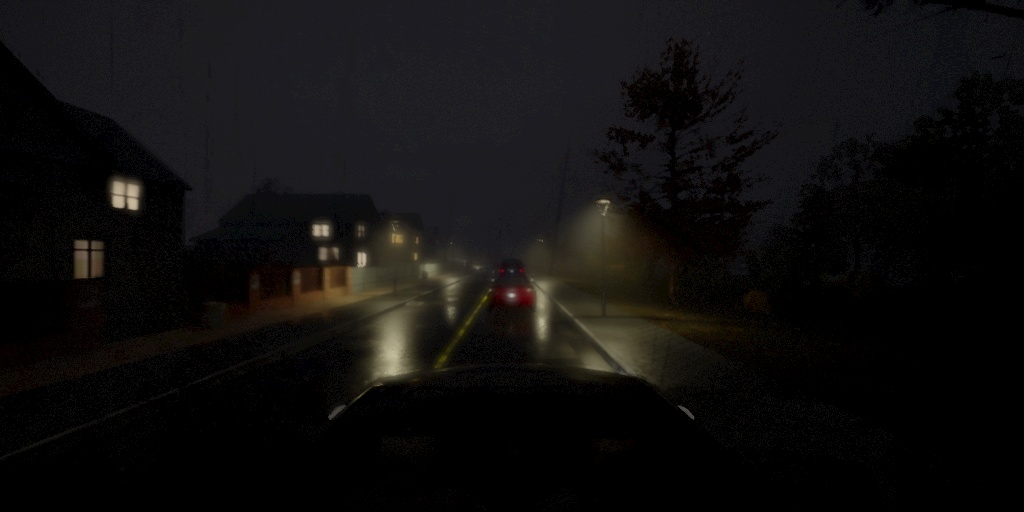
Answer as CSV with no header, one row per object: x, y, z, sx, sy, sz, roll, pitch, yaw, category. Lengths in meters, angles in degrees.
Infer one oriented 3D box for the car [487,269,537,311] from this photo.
0.010,1.450,15.285,1.994,1.385,4.181,0,0,1,car

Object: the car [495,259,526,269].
-0.002,1.244,29.448,2.150,2.045,5.566,0,0,0,car
